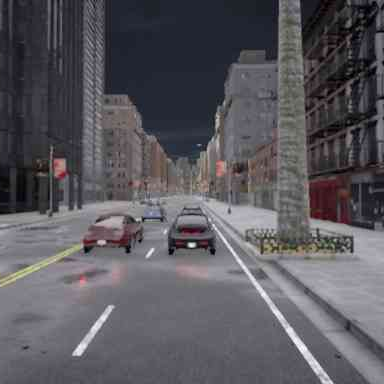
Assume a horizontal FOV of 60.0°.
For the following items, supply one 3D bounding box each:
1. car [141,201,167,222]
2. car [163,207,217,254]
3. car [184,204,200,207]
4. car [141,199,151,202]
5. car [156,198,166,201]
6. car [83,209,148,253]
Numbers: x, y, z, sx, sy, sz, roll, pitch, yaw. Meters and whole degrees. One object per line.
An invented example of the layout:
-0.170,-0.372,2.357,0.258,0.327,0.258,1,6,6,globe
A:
-3.259,1.810,28.915,2.033,1.411,5.357,0,0,0,car
-0.001,1.641,14.213,1.837,1.490,4.892,0,0,0,car
-0.006,1.758,29.220,2.128,1.511,4.902,0,0,0,car
-9.774,2.122,70.946,1.812,1.442,4.674,0,0,0,car
-6.523,2.123,70.946,2.128,1.511,4.902,0,0,0,car
-3.251,1.659,14.295,1.812,1.442,4.674,0,0,0,car
